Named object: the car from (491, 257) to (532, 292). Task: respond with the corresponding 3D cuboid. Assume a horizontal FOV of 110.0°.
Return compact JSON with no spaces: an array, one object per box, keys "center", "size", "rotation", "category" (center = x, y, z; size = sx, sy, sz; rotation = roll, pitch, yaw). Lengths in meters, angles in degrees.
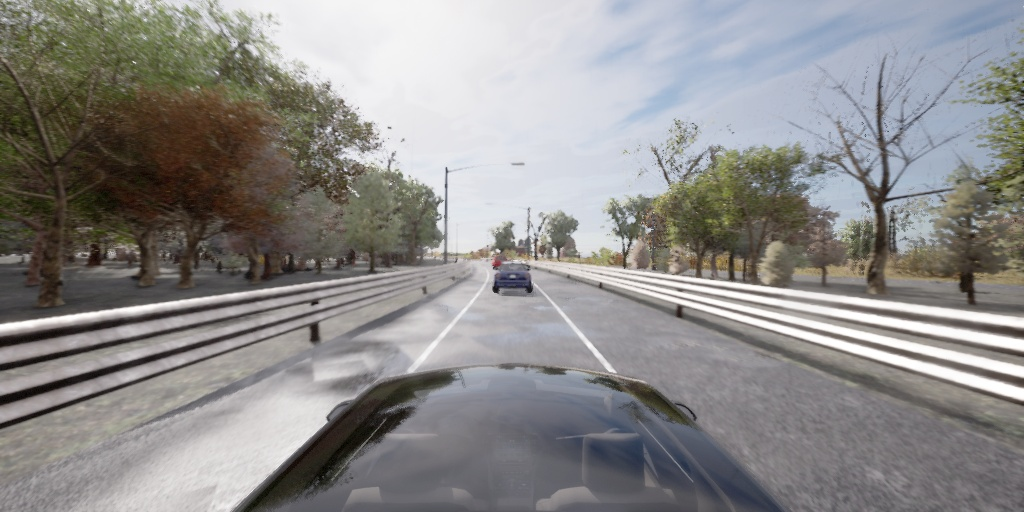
[{"center":[0.007,1.110,21.334],"size":[2.097,1.767,4.553],"rotation":[0,0,-1],"category":"car"}]
